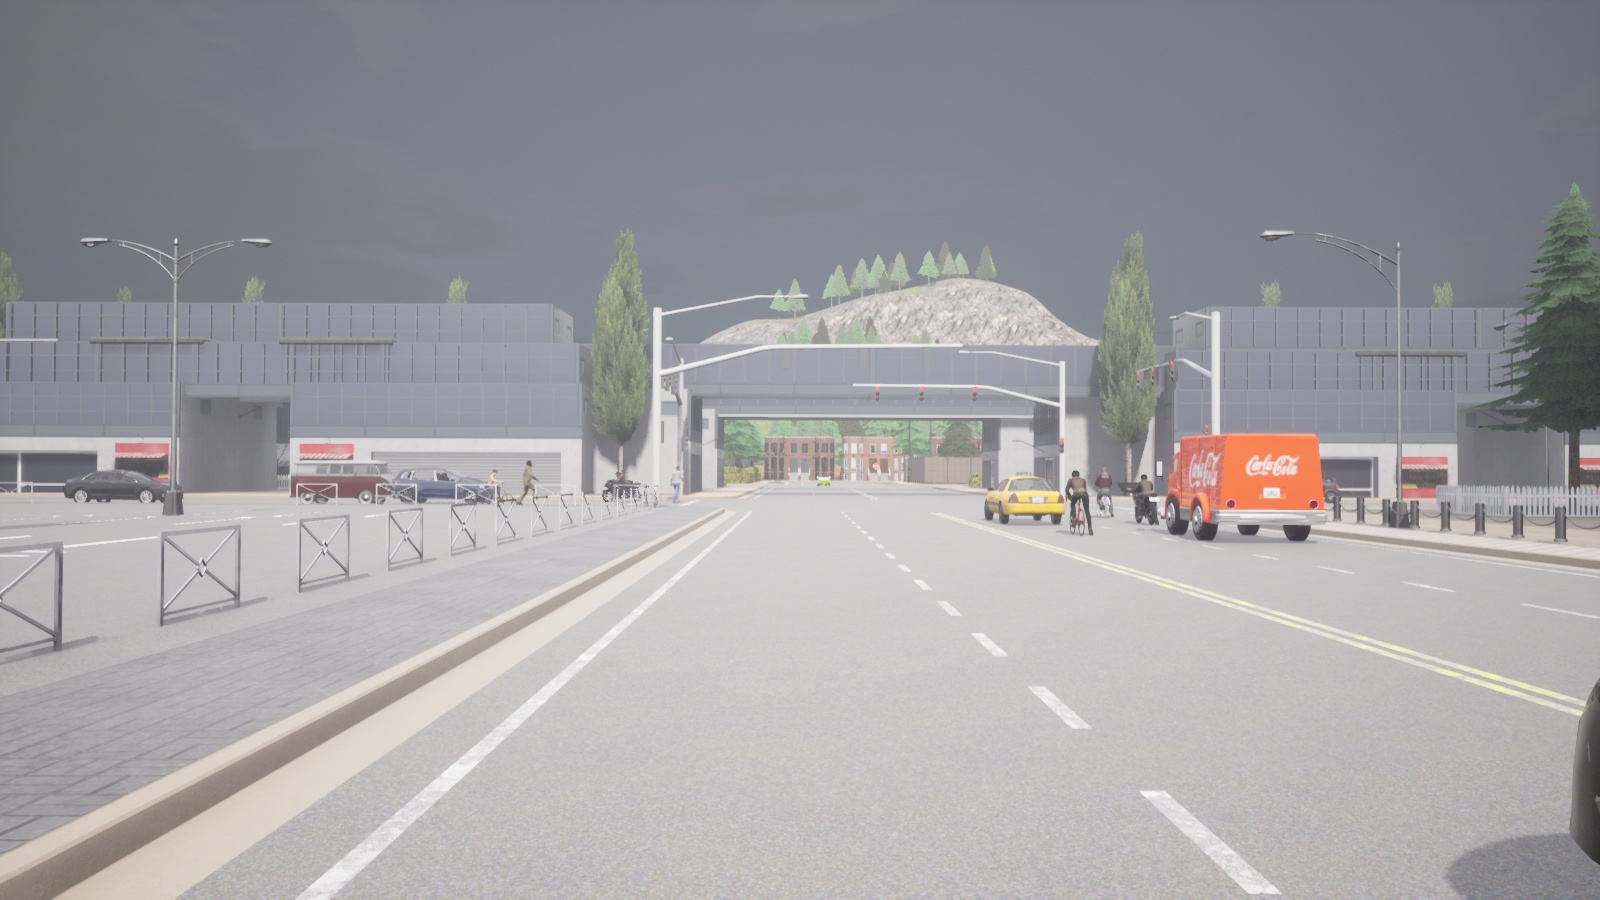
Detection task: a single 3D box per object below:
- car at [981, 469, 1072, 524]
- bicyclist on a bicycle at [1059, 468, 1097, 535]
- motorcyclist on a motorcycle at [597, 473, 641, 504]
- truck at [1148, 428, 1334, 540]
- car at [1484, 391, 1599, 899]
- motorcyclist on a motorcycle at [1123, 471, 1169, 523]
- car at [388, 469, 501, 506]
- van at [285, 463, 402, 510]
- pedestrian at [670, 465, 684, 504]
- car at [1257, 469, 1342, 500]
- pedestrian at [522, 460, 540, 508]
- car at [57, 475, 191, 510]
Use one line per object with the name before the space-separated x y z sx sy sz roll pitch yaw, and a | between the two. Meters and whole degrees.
car | 6.909 1.383 38.809 1.801 1.575 5.366 0 -1 0
bicyclist on a bicycle | 6.926 1.270 31.345 0.582 1.620 1.656 0 -1 0
motorcyclist on a motorcycle | -8.866 1.876 61.687 2.044 1.523 0.797 0 -1 0
truck | 10.424 0.797 30.230 2.627 2.467 5.204 0 -1 0
car | 3.494 0.612 1.896 2.152 1.651 5.027 0 -1 0
motorcyclist on a motorcycle | 10.410 1.396 37.836 0.797 1.523 2.044 0 -1 0
car | -16.446 1.711 58.287 4.611 1.667 2.242 0 -1 1
van | -19.907 1.576 54.868 4.442 1.987 1.775 0 -1 1
pedestrian | -5.882 1.642 60.065 0.354 1.836 0.706 -1 -1 24
car | 25.970 1.796 65.381 3.705 1.549 1.789 0 -1 0
pedestrian | -10.831 1.371 50.473 0.692 1.930 0.396 0 -1 -15
car | -29.633 1.871 55.121 4.892 1.490 1.837 0 -1 2
